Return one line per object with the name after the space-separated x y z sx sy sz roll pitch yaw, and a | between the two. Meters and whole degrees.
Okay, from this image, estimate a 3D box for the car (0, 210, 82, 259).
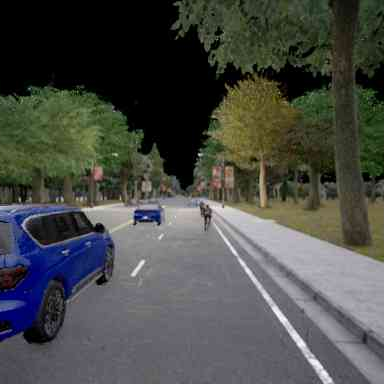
-6.596 1.614 14.177 2.033 1.411 5.357 0 0 0 | car

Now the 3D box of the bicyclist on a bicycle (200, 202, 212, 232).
0.899 1.542 19.197 0.582 1.620 1.656 0 -1 0 | bicyclist on a bicycle

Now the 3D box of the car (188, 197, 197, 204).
0.035 1.941 74.214 1.994 1.385 4.181 0 0 0 | car

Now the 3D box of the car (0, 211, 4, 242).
-9.830 1.589 13.417 1.812 1.442 4.674 0 0 0 | car

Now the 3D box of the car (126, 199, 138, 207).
-9.806 1.835 55.761 1.994 1.385 4.181 0 0 0 | car

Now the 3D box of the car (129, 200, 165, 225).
-3.140 1.593 25.092 1.882 1.535 5.008 0 0 0 | car

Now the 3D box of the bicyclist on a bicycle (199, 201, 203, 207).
0.904 1.589 29.616 0.582 1.620 1.656 0 -1 0 | bicyclist on a bicycle

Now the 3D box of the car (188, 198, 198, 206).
0.127 1.846 60.317 2.033 1.411 5.357 0 0 0 | car

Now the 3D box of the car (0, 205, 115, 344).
-3.148 1.253 6.603 2.150 2.045 5.566 0 0 0 | car
